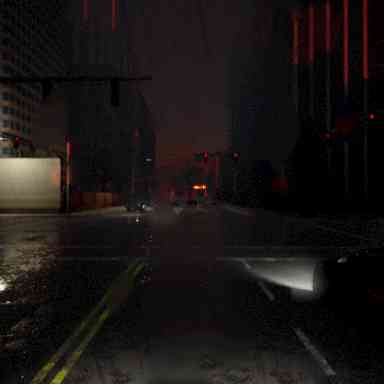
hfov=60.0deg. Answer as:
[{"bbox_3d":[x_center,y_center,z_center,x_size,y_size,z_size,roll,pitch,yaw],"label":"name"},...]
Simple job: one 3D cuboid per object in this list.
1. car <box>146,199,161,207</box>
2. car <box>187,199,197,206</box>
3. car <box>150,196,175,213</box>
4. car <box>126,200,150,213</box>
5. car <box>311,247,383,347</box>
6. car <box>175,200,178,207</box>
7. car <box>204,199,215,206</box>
[{"bbox_3d":[-7.026,1.987,61.323,2.128,1.511,4.902,0,-1,0],"label":"car"},{"bbox_3d":[-0.017,2.083,66.170,2.033,1.411,5.357,0,0,0],"label":"car"},{"bbox_3d":[-3.596,1.691,41.917,2.097,1.767,4.553,0,0,0],"label":"car"},{"bbox_3d":[-7.094,1.835,42.399,2.128,1.511,4.902,0,-1,0],"label":"car"},{"bbox_3d":[3.571,1.610,5.581,1.994,1.385,4.181,0,0,0],"label":"car"},{"bbox_3d":[-3.520,2.095,61.275,1.895,1.301,4.718,0,0,0],"label":"car"},{"bbox_3d":[3.483,2.061,66.171,1.812,1.442,4.674,0,0,0],"label":"car"}]
